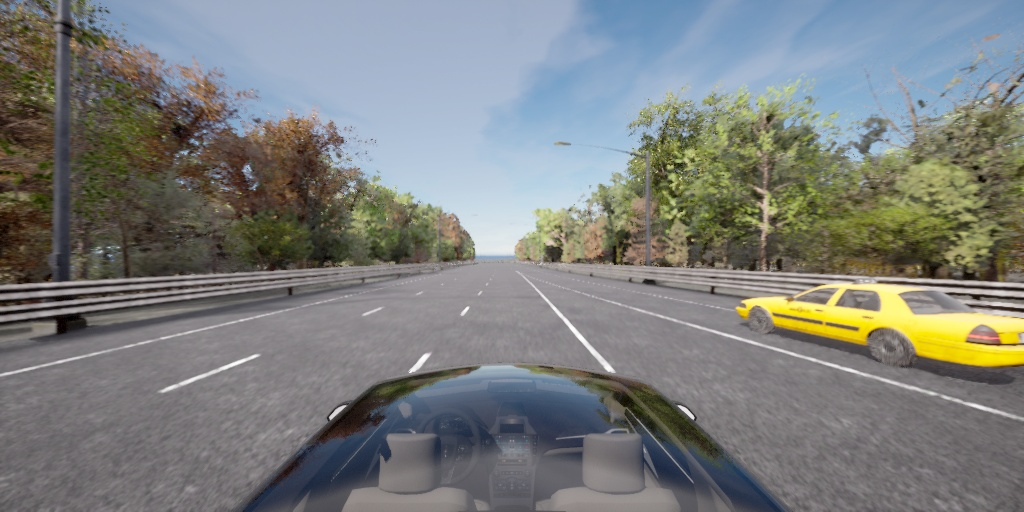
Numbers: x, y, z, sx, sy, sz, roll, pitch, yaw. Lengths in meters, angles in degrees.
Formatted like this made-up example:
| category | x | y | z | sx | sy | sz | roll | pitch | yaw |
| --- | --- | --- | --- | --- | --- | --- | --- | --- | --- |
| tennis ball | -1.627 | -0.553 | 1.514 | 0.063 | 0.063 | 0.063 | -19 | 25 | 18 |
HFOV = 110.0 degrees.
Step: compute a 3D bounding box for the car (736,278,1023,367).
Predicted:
| category | x | y | z | sx | sy | sz | roll | pitch | yaw |
| --- | --- | --- | --- | --- | --- | --- | --- | --- | --- |
| car | 7.654 | 1.266 | 8.088 | 1.801 | 1.575 | 5.366 | 0 | 0 | -8 |
